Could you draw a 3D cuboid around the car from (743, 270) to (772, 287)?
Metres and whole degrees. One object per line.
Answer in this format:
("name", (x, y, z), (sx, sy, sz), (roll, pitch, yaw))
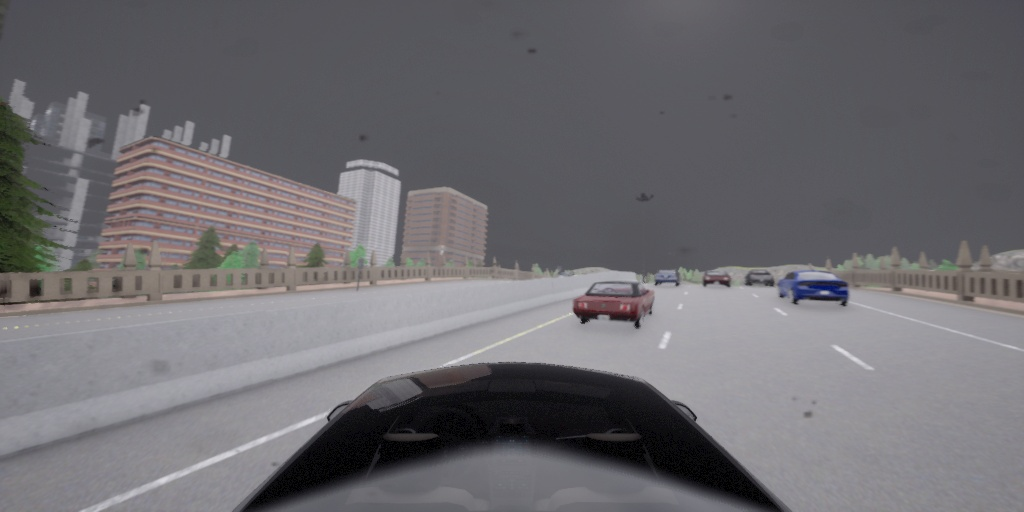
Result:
("car", (22.135, 1.995, 32.274), (2.128, 1.511, 4.902), (-1, -4, 28))

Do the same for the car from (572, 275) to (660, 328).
("car", (3.653, 1.491, 12.184), (1.895, 1.301, 4.718), (-1, -1, 28))

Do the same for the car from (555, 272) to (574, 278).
("car", (7.434, 2.902, 49.660), (2.128, 1.511, 4.902), (-1, -6, 28))

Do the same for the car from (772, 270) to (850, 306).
("car", (14.139, 1.413, 17.086), (1.882, 1.535, 5.008), (-1, -1, 28))

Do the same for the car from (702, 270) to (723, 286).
("car", (21.734, 2.468, 39.024), (1.882, 1.535, 5.008), (-1, -5, 28))

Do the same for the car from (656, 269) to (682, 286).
("car", (13.319, 1.799, 30.555), (2.033, 1.411, 5.357), (-1, -3, 28))

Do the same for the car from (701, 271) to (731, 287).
("car", (16.416, 1.826, 28.924), (1.895, 1.301, 4.718), (-1, -3, 28))
